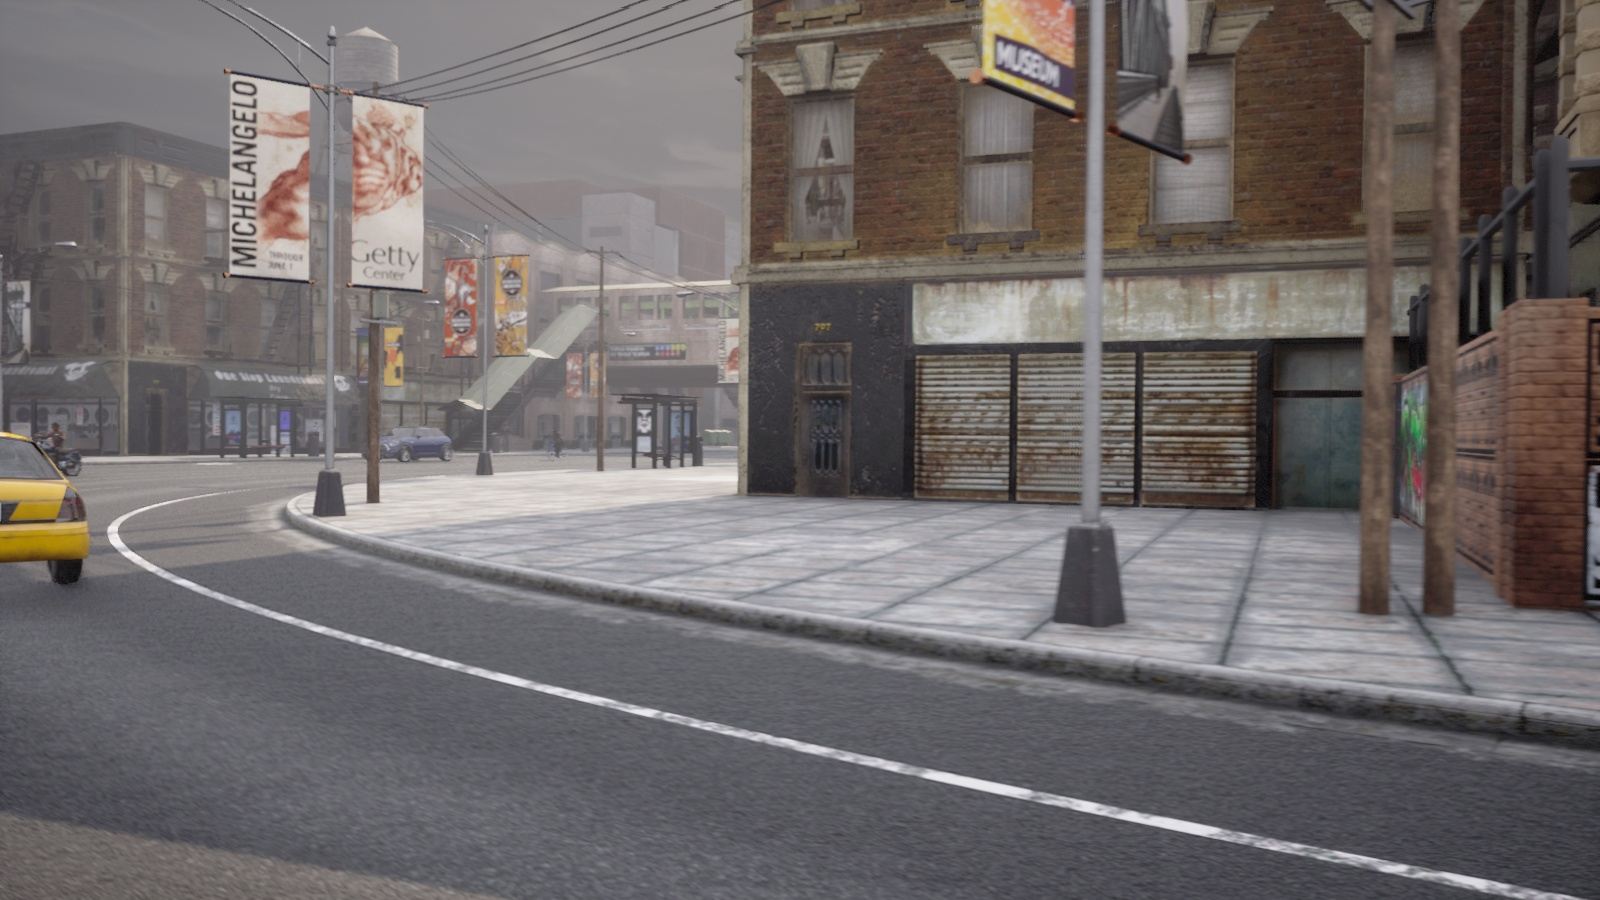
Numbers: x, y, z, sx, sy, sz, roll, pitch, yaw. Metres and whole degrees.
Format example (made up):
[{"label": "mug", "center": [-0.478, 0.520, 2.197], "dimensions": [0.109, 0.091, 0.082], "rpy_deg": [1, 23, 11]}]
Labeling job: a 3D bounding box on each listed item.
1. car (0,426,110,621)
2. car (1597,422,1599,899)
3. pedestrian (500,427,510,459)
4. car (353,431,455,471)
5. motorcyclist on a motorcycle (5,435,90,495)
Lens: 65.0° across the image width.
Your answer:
[{"label": "car", "center": [-8.208, 0.584, 12.221], "dimensions": [1.801, 1.575, 5.366], "rpy_deg": [-1, 1, -38]}, {"label": "car", "center": [3.638, 0.685, 1.200], "dimensions": [4.792, 1.488, 2.163], "rpy_deg": [0, 1, 31]}, {"label": "pedestrian", "center": [-17.625, -0.423, 74.990], "dimensions": [0.402, 1.930, 0.666], "rpy_deg": [0, 1, 2]}, {"label": "car", "center": [-18.264, -0.001, 58.188], "dimensions": [2.097, 1.767, 4.553], "rpy_deg": [0, 1, 22]}, {"label": "motorcyclist on a motorcycle", "center": [-21.728, 0.401, 36.317], "dimensions": [0.766, 1.649, 2.350], "rpy_deg": [0, 1, 8]}]
